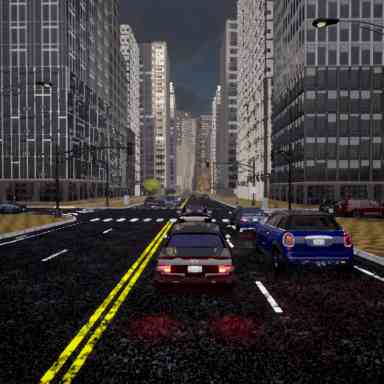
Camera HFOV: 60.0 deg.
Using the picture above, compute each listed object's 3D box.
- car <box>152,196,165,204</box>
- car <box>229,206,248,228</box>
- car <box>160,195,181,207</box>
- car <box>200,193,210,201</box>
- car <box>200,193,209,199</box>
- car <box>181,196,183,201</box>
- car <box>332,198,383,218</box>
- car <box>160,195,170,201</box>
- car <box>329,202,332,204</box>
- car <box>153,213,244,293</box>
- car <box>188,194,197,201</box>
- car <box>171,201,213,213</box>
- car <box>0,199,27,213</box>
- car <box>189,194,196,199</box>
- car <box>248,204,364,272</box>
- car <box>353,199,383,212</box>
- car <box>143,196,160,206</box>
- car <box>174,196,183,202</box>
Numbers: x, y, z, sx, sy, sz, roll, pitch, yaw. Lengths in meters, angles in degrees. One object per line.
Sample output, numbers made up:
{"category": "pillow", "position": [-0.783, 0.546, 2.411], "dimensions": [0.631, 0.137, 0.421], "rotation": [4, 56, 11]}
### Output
{"category": "car", "position": [-6.425, 1.495, 64.384], "dimensions": [2.033, 1.411, 5.357], "rotation": [0, 0, 1]}
{"category": "car", "position": [3.388, 1.536, 20.329], "dimensions": [2.033, 1.411, 5.357], "rotation": [0, 0, 0]}
{"category": "car", "position": [-3.229, 1.316, 50.653], "dimensions": [2.097, 1.767, 4.553], "rotation": [0, 0, -1]}
{"category": "car", "position": [3.401, 1.392, 81.814], "dimensions": [1.882, 1.535, 5.008], "rotation": [0, 0, 0]}
{"category": "car", "position": [3.419, 1.093, 92.203], "dimensions": [2.097, 1.767, 4.553], "rotation": [0, 0, 0]}
{"category": "car", "position": [-3.150, 1.469, 66.667], "dimensions": [1.812, 1.442, 4.674], "rotation": [0, 0, 1]}
{"category": "car", "position": [16.258, 1.517, 31.003], "dimensions": [5.009, 1.841, 2.192], "rotation": [1, 0, 1]}
{"category": "car", "position": [-6.355, 1.466, 79.664], "dimensions": [2.033, 1.411, 5.357], "rotation": [0, 0, 0]}
{"category": "car", "position": [16.481, 1.614, 36.810], "dimensions": [4.892, 1.490, 1.837], "rotation": [0, 1, -1]}
{"category": "car", "position": [0.110, 1.543, 8.974], "dimensions": [2.033, 1.411, 5.357], "rotation": [0, 0, 1]}
{"category": "car", "position": [0.150, 1.414, 81.823], "dimensions": [1.837, 1.490, 4.892], "rotation": [0, 0, 0]}
{"category": "car", "position": [0.135, 1.481, 18.719], "dimensions": [2.128, 1.511, 4.902], "rotation": [0, 0, 0]}
{"category": "car", "position": [-19.952, 1.384, 34.257], "dimensions": [5.357, 1.411, 2.033], "rotation": [1, 1, 1]}
{"category": "car", "position": [0.169, 1.278, 92.240], "dimensions": [2.033, 1.411, 5.357], "rotation": [0, 0, 0]}
{"category": "car", "position": [3.369, 1.347, 10.944], "dimensions": [2.097, 1.767, 4.553], "rotation": [0, 0, 0]}
{"category": "car", "position": [21.881, 1.640, 39.279], "dimensions": [4.829, 1.417, 1.752], "rotation": [1, 0, 1]}
{"category": "car", "position": [-6.498, 1.466, 52.493], "dimensions": [1.837, 1.490, 4.892], "rotation": [0, 0, 0]}
{"category": "car", "position": [-3.107, 1.523, 78.420], "dimensions": [1.895, 1.301, 4.718], "rotation": [0, 0, 0]}
